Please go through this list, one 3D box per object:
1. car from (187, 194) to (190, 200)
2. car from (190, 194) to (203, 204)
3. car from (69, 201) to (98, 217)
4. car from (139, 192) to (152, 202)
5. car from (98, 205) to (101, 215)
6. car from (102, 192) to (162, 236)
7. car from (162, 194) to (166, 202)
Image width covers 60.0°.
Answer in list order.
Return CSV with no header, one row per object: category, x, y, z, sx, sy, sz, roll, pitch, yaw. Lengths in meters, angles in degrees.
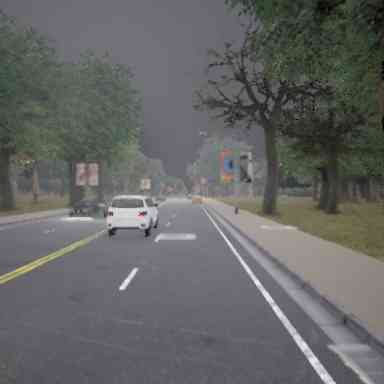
car,-0.265,1.261,79.182,2.033,1.411,5.357,0,0,0
car,0.955,1.374,61.796,1.882,1.535,5.008,0,0,0
car,-9.893,1.533,30.927,1.994,1.385,4.181,0,0,0
car,-9.981,1.094,71.445,2.150,2.045,5.566,0,0,0
car,-6.644,1.190,30.819,2.150,2.045,5.566,0,0,0
car,-3.168,1.212,18.621,2.150,2.045,5.566,0,0,0
car,-6.730,1.224,71.521,2.097,1.767,4.553,0,0,0
